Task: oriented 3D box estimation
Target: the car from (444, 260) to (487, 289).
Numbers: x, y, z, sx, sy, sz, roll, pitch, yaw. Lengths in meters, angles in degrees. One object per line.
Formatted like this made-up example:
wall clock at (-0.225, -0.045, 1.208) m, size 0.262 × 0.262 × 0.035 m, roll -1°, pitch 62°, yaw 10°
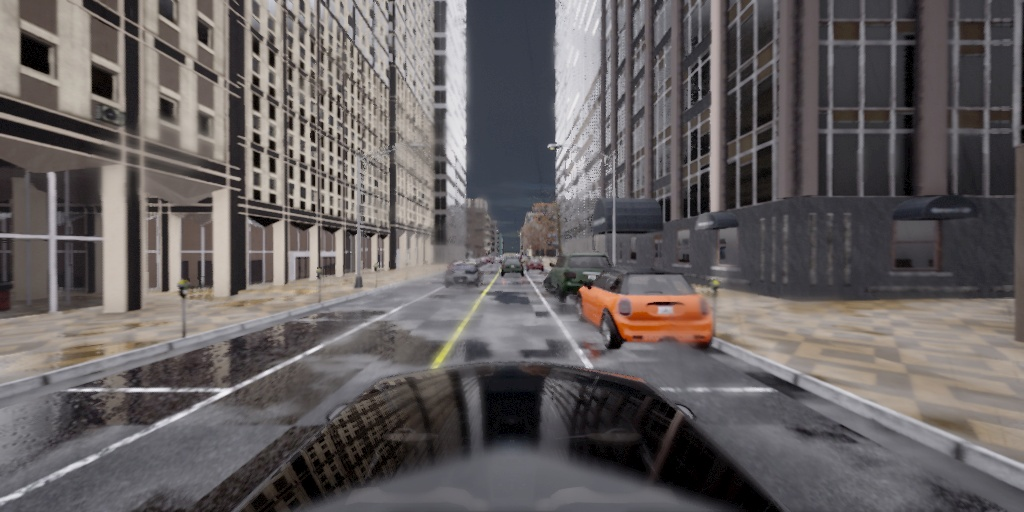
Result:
car at (-2.845, 1.173, 21.826) m, size 1.994 × 1.385 × 4.181 m, roll 0°, pitch 0°, yaw 0°

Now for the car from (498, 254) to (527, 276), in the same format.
car at (0.071, 0.878, 33.418) m, size 2.097 × 1.767 × 4.553 m, roll 0°, pitch 0°, yaw 0°

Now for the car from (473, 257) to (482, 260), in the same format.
car at (-5.309, 0.956, 46.523) m, size 1.751 × 1.417 × 4.829 m, roll 0°, pitch 0°, yaw 0°

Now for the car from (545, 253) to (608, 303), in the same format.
car at (2.971, 0.870, 16.183) m, size 2.150 × 2.045 × 5.566 m, roll 0°, pitch 0°, yaw -1°

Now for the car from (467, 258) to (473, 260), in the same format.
car at (-5.311, 1.092, 35.599) m, size 1.802 × 1.307 × 4.207 m, roll 0°, pitch 0°, yaw 0°

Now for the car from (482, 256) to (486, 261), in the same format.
car at (-5.309, 0.956, 52.241) m, size 1.948 × 1.339 × 4.313 m, roll 0°, pitch 0°, yaw 0°

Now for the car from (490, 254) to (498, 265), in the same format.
car at (-2.742, 0.860, 64.899) m, size 1.812 × 1.442 × 4.674 m, roll 0°, pitch 0°, yaw 0°

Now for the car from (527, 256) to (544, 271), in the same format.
car at (2.570, 0.910, 41.145) m, size 1.967 × 1.591 × 4.097 m, roll 0°, pitch 0°, yaw 0°

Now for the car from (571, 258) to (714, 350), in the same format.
car at (2.989, 1.051, 9.091) m, size 2.097 × 1.767 × 4.553 m, roll 0°, pitch 0°, yaw 0°

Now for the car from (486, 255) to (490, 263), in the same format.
car at (-5.308, 0.890, 63.336) m, size 1.802 × 1.307 × 4.207 m, roll 0°, pitch 0°, yaw 0°
